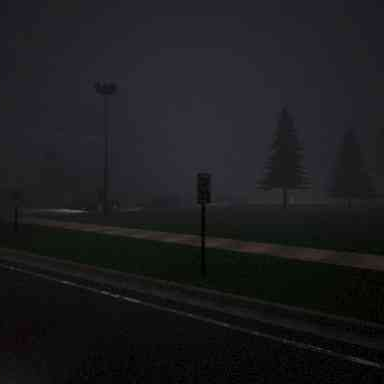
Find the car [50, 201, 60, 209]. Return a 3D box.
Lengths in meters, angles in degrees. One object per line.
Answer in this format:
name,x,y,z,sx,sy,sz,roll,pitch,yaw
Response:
car,-16.852,1.478,45.519,1.882,1.535,5.008,0,0,35

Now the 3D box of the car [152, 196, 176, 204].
car,-5.179,1.507,62.155,1.837,1.490,4.892,0,-1,35

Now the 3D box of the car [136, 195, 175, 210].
car,-5.027,1.547,44.104,2.033,1.411,5.357,0,0,35

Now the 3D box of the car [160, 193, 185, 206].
car,-4.011,1.222,51.656,2.150,2.045,5.566,0,0,35

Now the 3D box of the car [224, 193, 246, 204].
car,8.518,1.507,63.324,1.837,1.490,4.892,0,-1,35

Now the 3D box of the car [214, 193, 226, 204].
car,6.480,1.227,66.492,2.150,2.045,5.566,0,0,35

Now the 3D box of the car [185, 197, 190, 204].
car,-2.111,1.526,60.441,1.812,1.442,4.674,0,0,35

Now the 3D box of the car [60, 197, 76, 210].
car,-14.343,1.562,43.000,1.994,1.385,4.181,0,0,35

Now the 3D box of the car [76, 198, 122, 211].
car,-11.210,1.547,41.373,2.033,1.411,5.357,0,0,35
